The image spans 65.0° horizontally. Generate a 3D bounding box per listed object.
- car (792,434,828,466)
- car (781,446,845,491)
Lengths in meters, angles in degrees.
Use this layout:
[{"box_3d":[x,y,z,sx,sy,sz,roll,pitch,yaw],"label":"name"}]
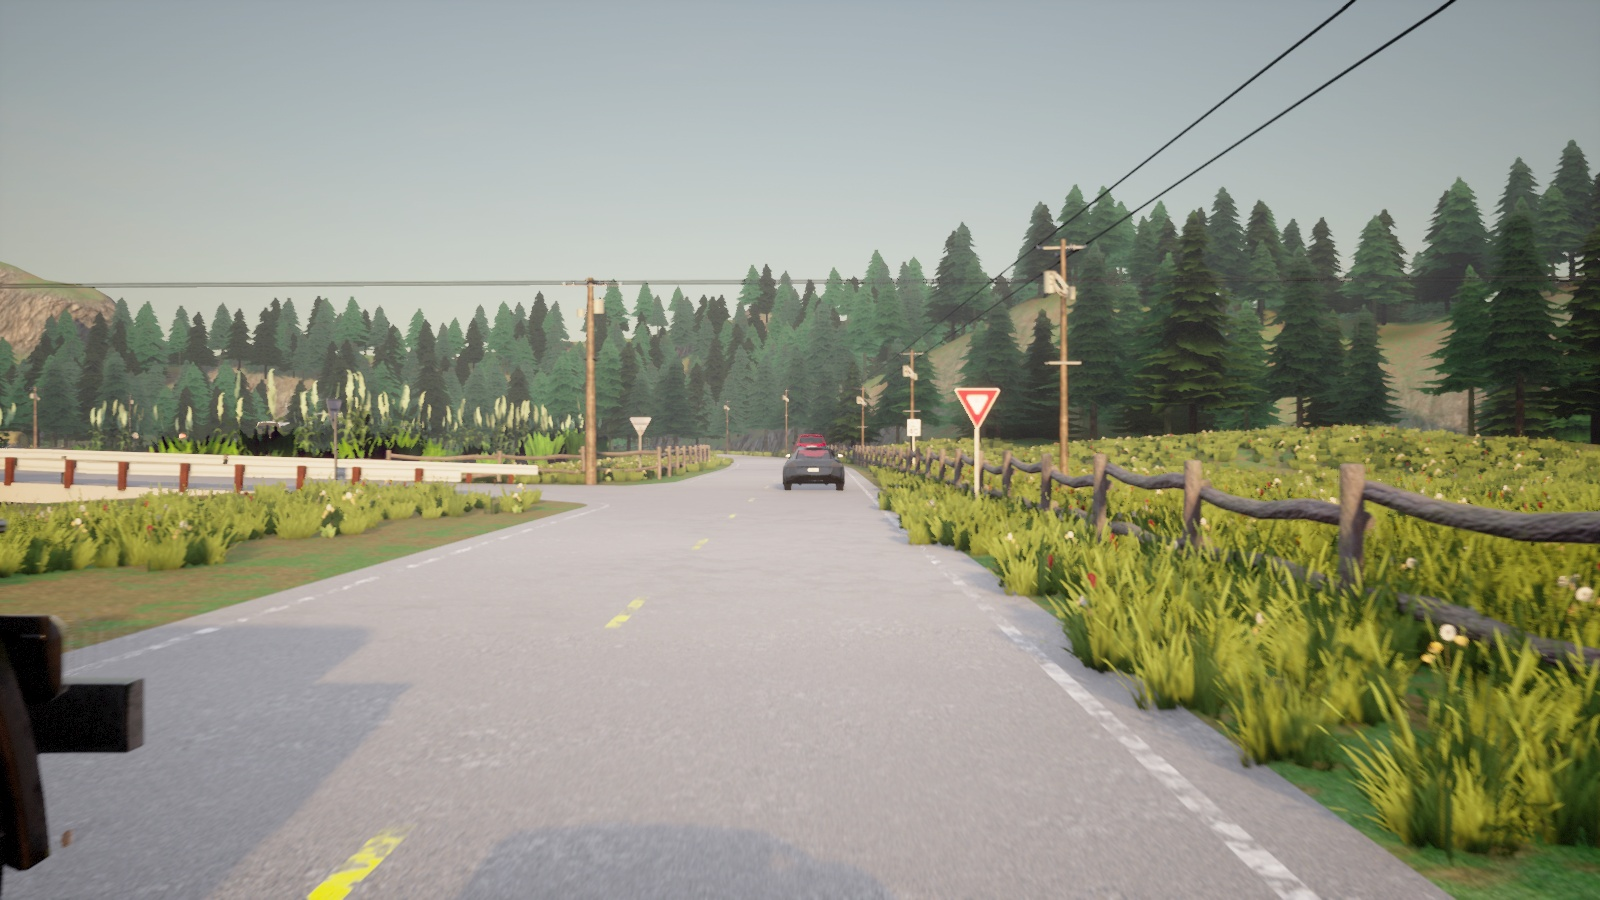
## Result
[{"box_3d":[0.647,-0.008,84.141,2.150,2.045,5.566,0,0,-2],"label":"car"},{"box_3d":[0.463,0.580,41.051,1.994,1.385,4.181,0,0,1],"label":"car"}]
